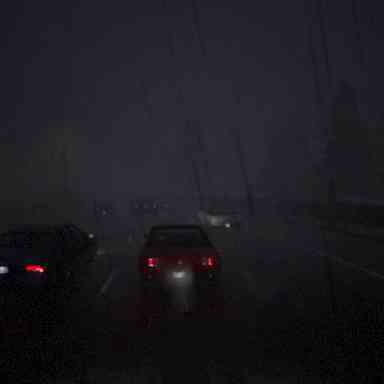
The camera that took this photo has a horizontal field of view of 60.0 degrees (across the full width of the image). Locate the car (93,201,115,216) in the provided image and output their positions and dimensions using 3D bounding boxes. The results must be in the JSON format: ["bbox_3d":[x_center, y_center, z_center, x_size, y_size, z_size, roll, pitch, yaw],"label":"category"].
[{"bbox_3d":[-8.390,1.512,31.424,1.895,1.301,4.718,0,0,-17],"label":"car"}]

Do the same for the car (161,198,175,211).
[{"bbox_3d":[-3.350,1.406,38.042,1.812,1.442,4.674,0,0,-19],"label":"car"}]

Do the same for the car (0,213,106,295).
[{"bbox_3d":[-3.849,1.525,8.812,2.033,1.411,5.357,0,0,-5],"label":"car"}]

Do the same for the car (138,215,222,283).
[{"bbox_3d":[-0.454,1.570,9.618,1.895,1.301,4.718,0,0,-5],"label":"car"}]

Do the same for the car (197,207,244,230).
[{"bbox_3d":[1.557,1.531,20.336,1.895,1.301,4.718,0,0,-10],"label":"car"}]

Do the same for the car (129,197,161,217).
[{"bbox_3d":[-4.559,1.259,30.638,2.097,1.767,4.553,0,0,-16],"label":"car"}]
